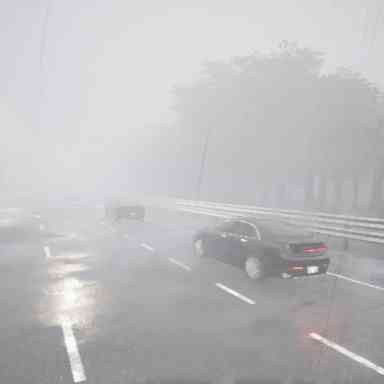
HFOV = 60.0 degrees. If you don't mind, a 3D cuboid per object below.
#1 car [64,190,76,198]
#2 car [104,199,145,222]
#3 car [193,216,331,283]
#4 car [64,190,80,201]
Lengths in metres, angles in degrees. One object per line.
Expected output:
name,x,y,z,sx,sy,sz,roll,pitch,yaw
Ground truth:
car,-24.574,0.393,67.347,1.812,1.442,4.674,1,0,-14
car,-4.758,1.201,23.117,1.882,1.535,5.008,1,0,-26
car,1.703,1.477,9.760,1.837,1.490,4.892,1,0,-26
car,-18.960,0.656,52.567,1.812,1.442,4.674,1,0,-25
